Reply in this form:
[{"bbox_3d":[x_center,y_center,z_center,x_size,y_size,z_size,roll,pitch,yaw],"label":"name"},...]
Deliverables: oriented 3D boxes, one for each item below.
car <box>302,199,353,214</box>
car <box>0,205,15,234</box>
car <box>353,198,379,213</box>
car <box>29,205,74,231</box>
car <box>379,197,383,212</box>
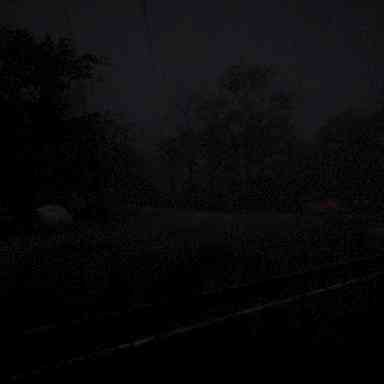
[{"bbox_3d":[14.578,1.595,36.893,2.097,1.535,5.008,0,0,-35],"label":"car"},{"bbox_3d":[-11.198,1.459,18.555,2.097,1.535,5.008,0,0,-35],"label":"car"},{"bbox_3d":[19.107,1.638,40.132,2.097,1.535,5.008,1,0,-35],"label":"car"},{"bbox_3d":[-8.628,1.512,20.375,2.002,1.452,4.674,0,0,-35],"label":"car"},{"bbox_3d":[21.378,1.706,41.746,2.002,1.452,4.674,1,0,-35],"label":"car"}]
